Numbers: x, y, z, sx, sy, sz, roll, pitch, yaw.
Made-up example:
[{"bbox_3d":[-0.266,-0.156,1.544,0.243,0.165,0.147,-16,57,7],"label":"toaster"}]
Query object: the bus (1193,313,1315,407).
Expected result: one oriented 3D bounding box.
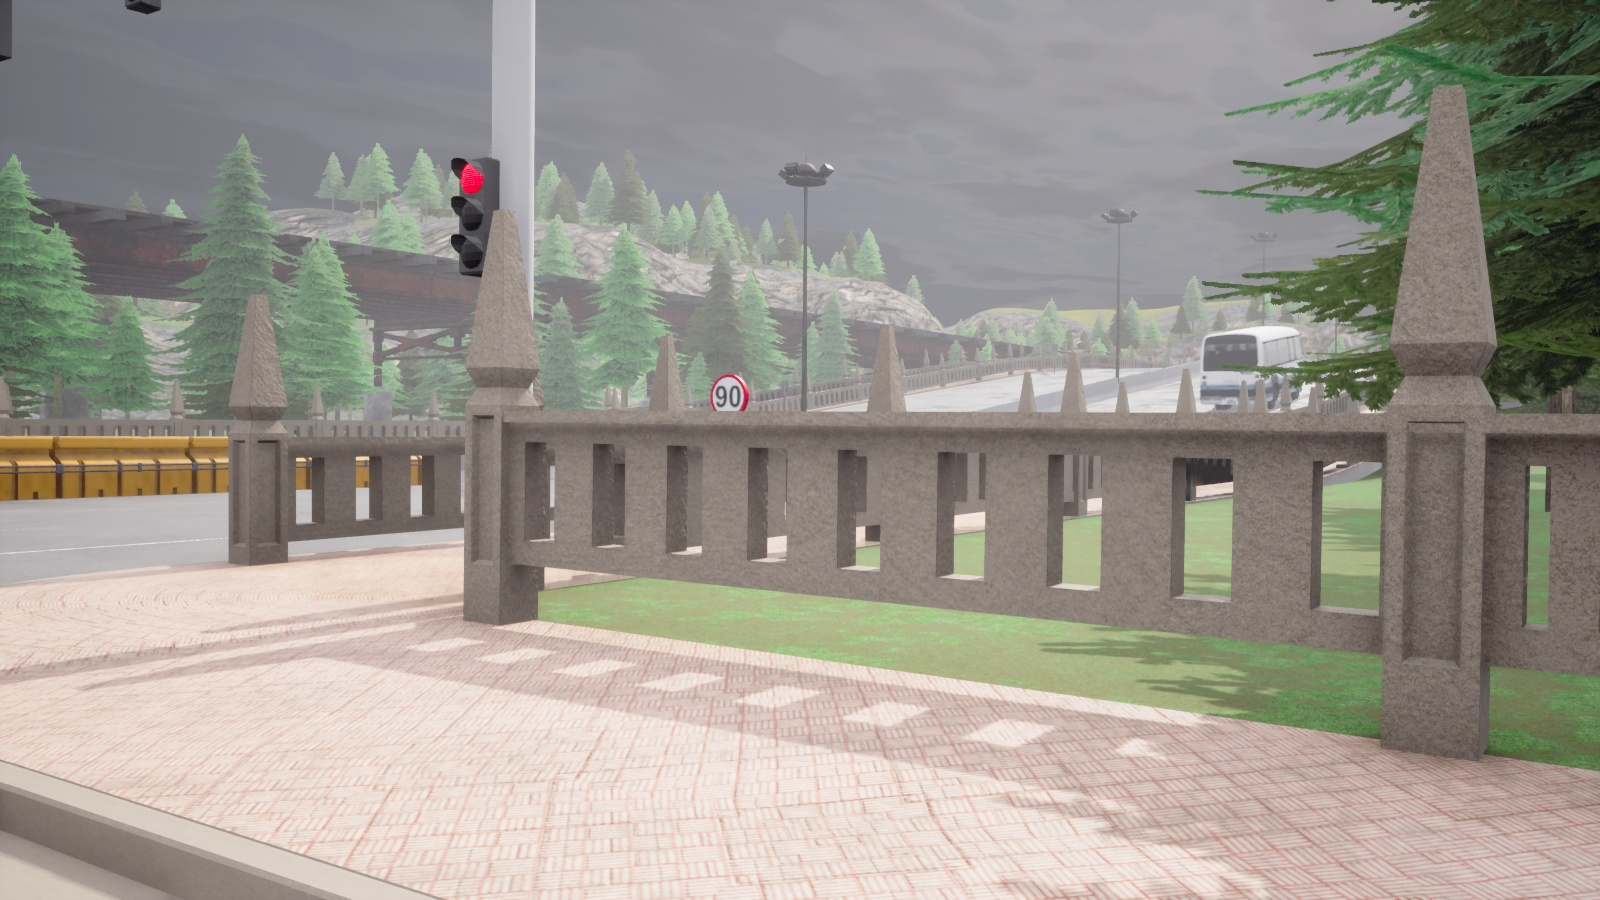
[{"bbox_3d":[25.279,-5.091,69.500,3.944,4.253,10.273,0,8,34],"label":"bus"}]
